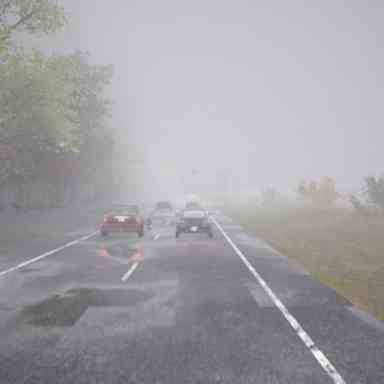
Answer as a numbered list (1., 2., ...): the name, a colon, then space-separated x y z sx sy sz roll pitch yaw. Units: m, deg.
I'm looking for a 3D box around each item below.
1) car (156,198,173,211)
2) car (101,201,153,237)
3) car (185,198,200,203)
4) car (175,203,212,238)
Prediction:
1. car: -3.410 1.490 41.917 1.882 1.535 5.008 0 0 0
2. car: -3.404 1.361 18.178 2.097 1.767 4.553 0 0 0
3. car: 0.090 1.539 42.867 1.812 1.442 4.674 0 0 0
4. car: 0.096 1.535 17.810 1.812 1.442 4.674 0 0 0
